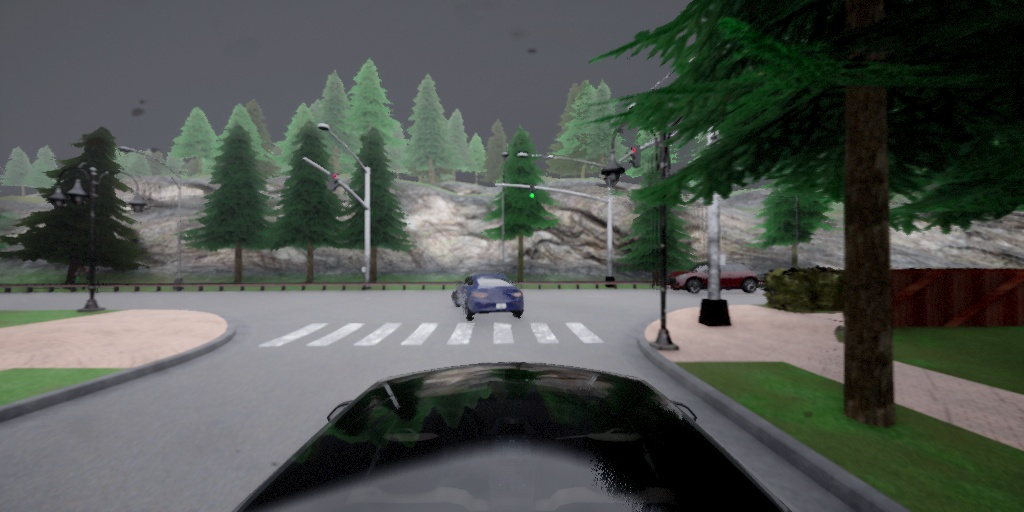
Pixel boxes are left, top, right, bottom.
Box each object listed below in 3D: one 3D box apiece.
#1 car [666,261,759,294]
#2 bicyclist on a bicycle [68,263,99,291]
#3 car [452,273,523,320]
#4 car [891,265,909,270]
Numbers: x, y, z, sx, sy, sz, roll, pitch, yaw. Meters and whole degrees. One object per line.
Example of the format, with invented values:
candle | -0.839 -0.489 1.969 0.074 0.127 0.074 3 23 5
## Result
car | 10.826 1.086 19.725 4.553 1.767 2.097 0 0 -3
bicyclist on a bicycle | -25.438 1.265 21.310 0.582 1.620 1.656 0 -1 -3
car | -0.942 1.313 12.873 1.812 1.442 4.674 1 0 -16
car | 20.907 1.250 20.212 4.674 1.442 1.812 0 0 -3
